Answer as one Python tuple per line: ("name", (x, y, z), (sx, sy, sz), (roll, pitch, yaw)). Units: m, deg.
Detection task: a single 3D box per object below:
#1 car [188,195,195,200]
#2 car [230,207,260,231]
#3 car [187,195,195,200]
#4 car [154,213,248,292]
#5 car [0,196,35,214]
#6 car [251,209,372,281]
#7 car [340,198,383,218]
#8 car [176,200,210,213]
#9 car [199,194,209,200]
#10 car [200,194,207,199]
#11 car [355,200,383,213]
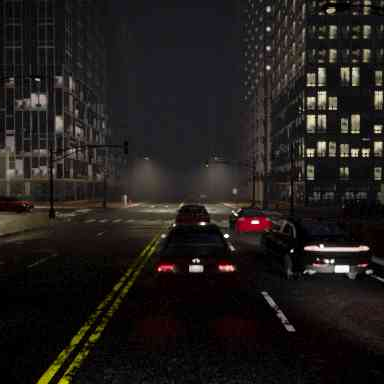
("car", (-0.186, 1.455, 92.851), (1.994, 1.385, 4.181), (0, 0, 0))
("car", (3.311, 1.553, 19.389), (1.994, 1.385, 4.181), (0, 0, 0))
("car", (-0.166, 1.515, 82.761), (1.895, 1.301, 4.718), (0, 0, 0))
("car", (0.085, 1.543, 9.022), (2.033, 1.411, 5.357), (0, 0, 0))
("car", (-18.275, 1.205, 33.288), (4.553, 1.767, 2.097), (1, 1, 1))
("car", (3.330, 1.487, 9.803), (2.128, 1.511, 4.902), (0, 0, 0))
("car", (16.141, 1.517, 30.209), (5.009, 1.841, 2.192), (1, 0, 1))
("car", (0.069, 1.466, 19.627), (1.882, 1.535, 5.008), (0, 0, 1))
("car", (3.087, 1.510, 81.418), (1.895, 1.301, 4.718), (0, 0, 0))
("car", (3.067, 1.262, 91.390), (1.812, 1.442, 4.674), (0, 0, 0))
("car", (21.733, 1.641, 38.507), (4.829, 1.417, 1.752), (1, 0, 1))
